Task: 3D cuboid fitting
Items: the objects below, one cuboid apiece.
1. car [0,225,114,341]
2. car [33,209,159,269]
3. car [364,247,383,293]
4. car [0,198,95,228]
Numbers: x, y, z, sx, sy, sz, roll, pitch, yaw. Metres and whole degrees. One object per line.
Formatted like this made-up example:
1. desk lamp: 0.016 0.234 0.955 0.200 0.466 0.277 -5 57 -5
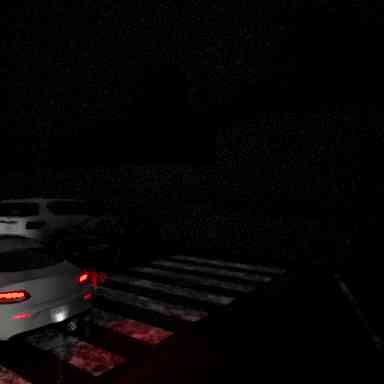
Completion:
1. car: -3.745 1.526 6.045 4.674 1.442 1.812 0 0 36
2. car: -2.651 1.497 11.386 2.231 1.521 4.892 0 -1 15
3. car: 4.619 1.533 6.183 2.002 1.452 4.674 0 -1 15
4. car: -5.084 1.249 13.145 2.435 2.045 5.566 0 -1 16
